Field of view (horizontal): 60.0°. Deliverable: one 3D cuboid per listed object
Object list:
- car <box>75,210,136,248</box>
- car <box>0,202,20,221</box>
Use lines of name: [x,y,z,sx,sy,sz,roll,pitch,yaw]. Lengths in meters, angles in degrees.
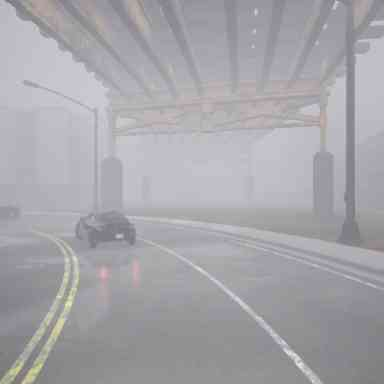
car: [-3.912,1.533,14.869,1.812,1.442,4.674,0,0,-29]
car: [-15.530,1.484,25.645,5.008,1.535,1.882,0,0,24]
